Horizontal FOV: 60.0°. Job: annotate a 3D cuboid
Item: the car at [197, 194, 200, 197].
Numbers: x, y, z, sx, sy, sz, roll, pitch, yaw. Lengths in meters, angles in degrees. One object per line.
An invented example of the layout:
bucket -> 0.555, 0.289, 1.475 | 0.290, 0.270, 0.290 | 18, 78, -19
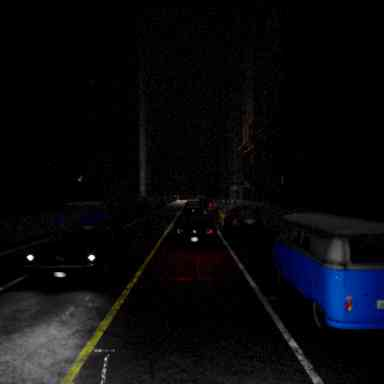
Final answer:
car -> 2.815, 1.719, 74.213 | 1.967, 1.590, 4.097 | 0, 0, 0

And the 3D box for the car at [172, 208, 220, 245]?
car -> 0.110, 1.660, 15.913 | 1.895, 1.301, 4.718 | 0, 0, 0

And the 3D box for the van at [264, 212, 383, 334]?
van -> 2.763, 1.367, 6.579 | 1.690, 1.788, 3.998 | 0, 0, 0

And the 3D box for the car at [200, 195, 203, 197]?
car -> 2.797, 1.509, 51.669 | 2.192, 1.841, 5.009 | 0, 0, 0

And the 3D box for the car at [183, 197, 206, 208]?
car -> 0.124, 1.602, 33.289 | 1.882, 1.535, 5.008 | 0, 0, 0

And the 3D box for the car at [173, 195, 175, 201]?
car -> -5.706, 1.823, 79.679 | 1.752, 1.417, 4.829 | 0, 0, 0

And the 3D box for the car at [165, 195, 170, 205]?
car -> -5.719, 1.674, 62.940 | 1.967, 1.590, 4.097 | 0, 0, 0

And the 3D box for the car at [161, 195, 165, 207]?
car -> -5.727, 1.631, 51.666 | 1.967, 1.590, 4.097 | 0, 0, 0

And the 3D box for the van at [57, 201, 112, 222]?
van -> -5.753, 1.406, 17.846 | 1.690, 1.788, 3.998 | 0, 0, 0

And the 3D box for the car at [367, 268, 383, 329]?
car -> 2.760, 1.531, 1.112 | 1.752, 1.417, 4.829 | 0, 0, 0

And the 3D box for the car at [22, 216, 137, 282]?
car -> -3.091, 1.637, 10.000 | 1.895, 1.301, 4.718 | 0, 0, 0

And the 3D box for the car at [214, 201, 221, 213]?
car -> 2.777, 1.614, 23.657 | 1.752, 1.417, 4.829 | 0, 0, 0

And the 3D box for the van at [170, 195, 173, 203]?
van -> -5.710, 1.618, 74.213 | 1.690, 1.788, 3.998 | 0, 0, 0

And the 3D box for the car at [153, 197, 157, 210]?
car -> -5.736, 1.694, 40.392 | 1.887, 1.381, 4.507 | 0, 0, 0

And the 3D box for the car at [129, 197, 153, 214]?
car -> -5.741, 1.443, 34.756 | 2.192, 1.841, 5.009 | 0, 0, 0

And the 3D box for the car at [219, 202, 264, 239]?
car -> 2.772, 1.507, 17.851 | 1.967, 1.590, 4.097 | 0, 0, 0

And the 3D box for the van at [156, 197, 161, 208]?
van -> -5.732, 1.511, 46.030 | 1.690, 1.788, 3.998 | 0, 0, 0

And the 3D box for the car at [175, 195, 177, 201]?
car -> -5.701, 1.872, 85.485 | 2.008, 1.369, 4.403 | 0, 0, 0

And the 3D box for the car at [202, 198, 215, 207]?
car -> 2.802, 1.760, 57.305 | 1.887, 1.381, 4.507 | 0, 0, 0

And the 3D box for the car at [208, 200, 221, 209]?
car -> 2.781, 1.660, 29.123 | 2.008, 1.369, 4.403 | 0, 0, 0

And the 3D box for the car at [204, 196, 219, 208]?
car -> 2.789, 1.591, 40.396 | 1.967, 1.590, 4.097 | 0, 0, 0

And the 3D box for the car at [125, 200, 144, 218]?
car -> -5.744, 1.673, 29.119 | 1.947, 1.339, 4.313 | 0, 0, 0

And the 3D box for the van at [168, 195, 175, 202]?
van -> -5.698, 1.686, 91.122 | 1.690, 1.788, 3.998 | 0, 0, 0

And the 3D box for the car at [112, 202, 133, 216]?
car -> -5.748, 1.652, 23.482 | 1.947, 1.339, 4.313 | 0, 0, 0
